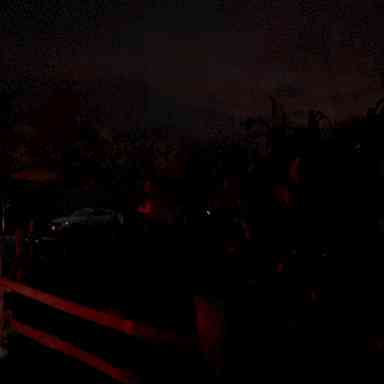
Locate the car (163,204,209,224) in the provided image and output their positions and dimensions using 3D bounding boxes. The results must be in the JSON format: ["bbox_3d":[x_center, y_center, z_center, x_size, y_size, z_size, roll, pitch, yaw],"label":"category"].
[{"bbox_3d":[-0.409,1.790,28.021,1.837,1.490,4.892,0,-1,36],"label":"car"}]

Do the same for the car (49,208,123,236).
[{"bbox_3d":[-6.213,1.696,20.037,1.812,1.442,4.674,0,-1,35],"label":"car"}]
